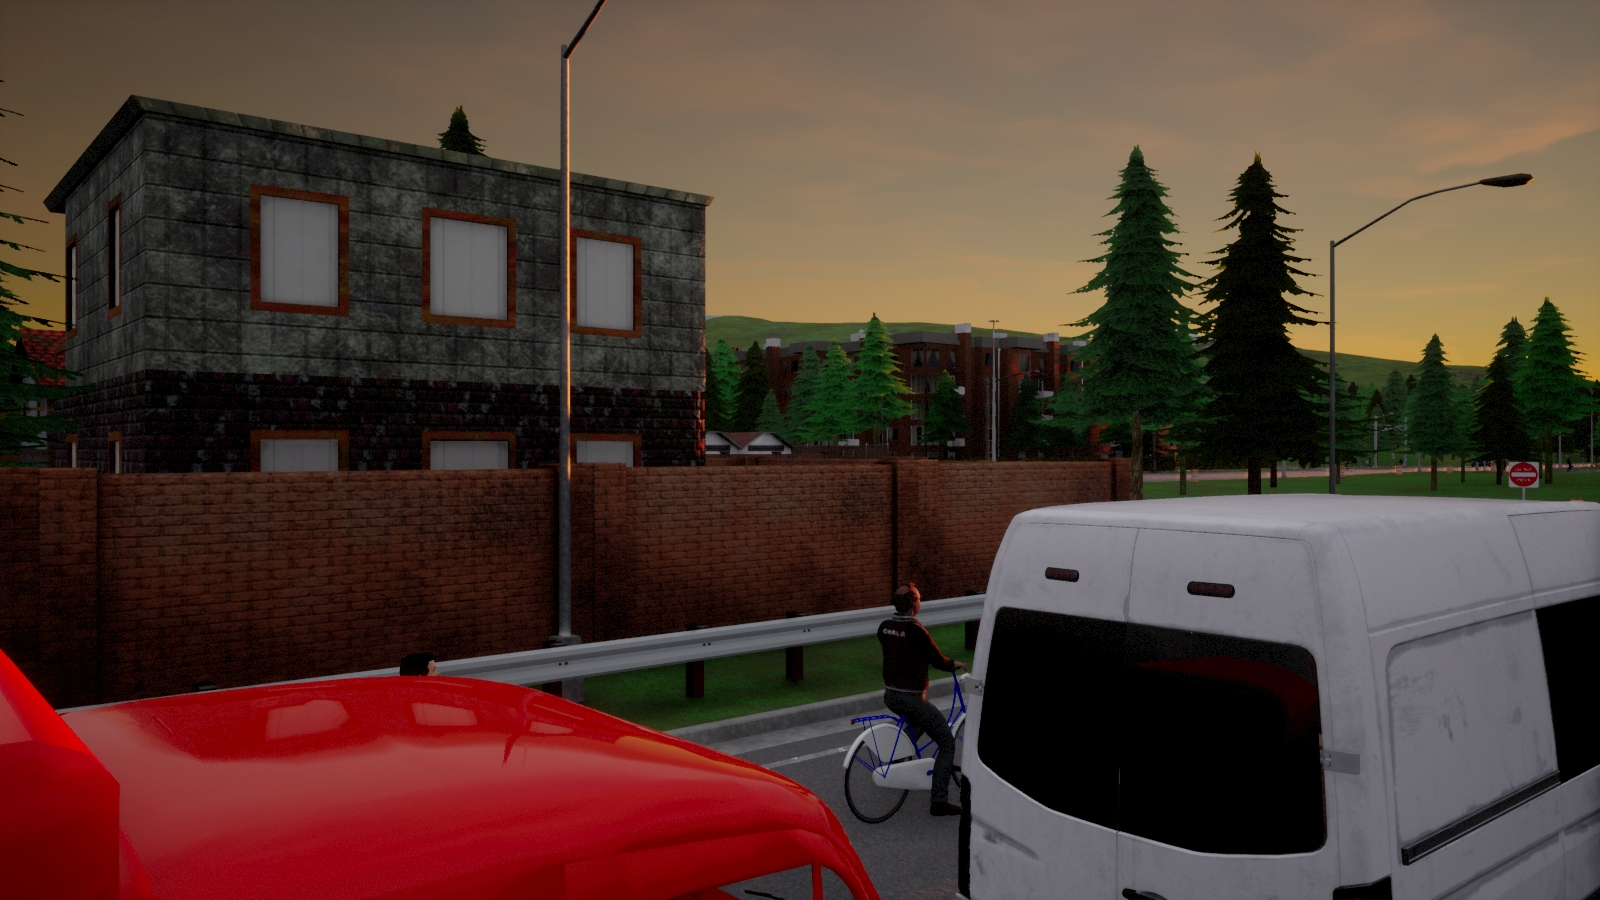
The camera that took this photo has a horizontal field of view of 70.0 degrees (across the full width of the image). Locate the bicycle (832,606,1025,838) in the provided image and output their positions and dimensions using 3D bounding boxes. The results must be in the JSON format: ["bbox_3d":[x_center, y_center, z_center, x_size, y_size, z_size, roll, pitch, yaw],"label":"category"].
[{"bbox_3d":[1.045,2.060,8.955,1.835,1.471,0.329,0,0,-40],"label":"bicycle"}]

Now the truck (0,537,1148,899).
[{"bbox_3d":[-2.109,1.568,1.686,5.204,2.467,2.627,0,0,-40],"label":"truck"}]

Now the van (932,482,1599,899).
[{"bbox_3d":[3.509,1.534,6.458,5.915,2.561,1.988,0,0,-40],"label":"van"}]
